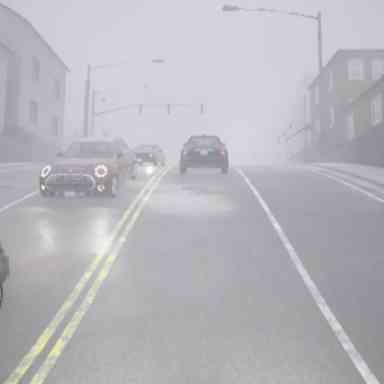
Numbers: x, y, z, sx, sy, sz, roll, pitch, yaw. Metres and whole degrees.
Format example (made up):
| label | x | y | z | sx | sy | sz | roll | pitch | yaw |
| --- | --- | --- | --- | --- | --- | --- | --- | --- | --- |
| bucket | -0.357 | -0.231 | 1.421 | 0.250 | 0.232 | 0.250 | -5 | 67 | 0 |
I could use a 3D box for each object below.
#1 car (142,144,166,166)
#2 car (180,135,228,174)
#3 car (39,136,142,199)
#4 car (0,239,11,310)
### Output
| label | x | y | z | sx | sy | sz | roll | pitch | yaw |
| --- | --- | --- | --- | --- | --- | --- | --- | --- | --- |
| car | -2.836 | -2.398 | 21.615 | 2.033 | 1.411 | 5.357 | 0 | 4 | 3 |
| car | 0.590 | -1.950 | 16.042 | 2.097 | 1.767 | 4.553 | 0 | 9 | 2 |
| car | -3.266 | -1.001 | 11.181 | 2.097 | 1.767 | 4.553 | 0 | 13 | 2 |
| car | -3.541 | 1.211 | 2.962 | 1.812 | 1.442 | 4.674 | 0 | 9 | 2 |
